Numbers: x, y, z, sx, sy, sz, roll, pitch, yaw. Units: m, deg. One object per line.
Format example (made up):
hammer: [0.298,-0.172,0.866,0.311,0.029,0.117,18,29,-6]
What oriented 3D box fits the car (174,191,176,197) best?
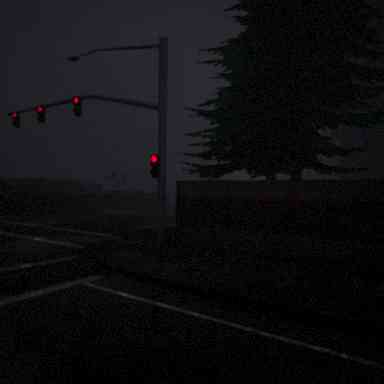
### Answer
car: [-4.864,0.695,74.286,3.806,1.475,1.970,1,1,35]

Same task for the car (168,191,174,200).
car: [-6.544,0.663,71.929,3.905,1.438,1.784,1,1,35]

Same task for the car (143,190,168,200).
car: [-8.058,0.453,69.713,4.605,1.855,1.932,1,1,35]
